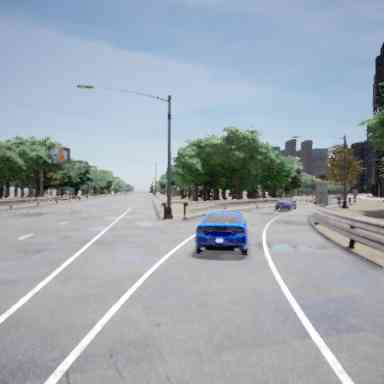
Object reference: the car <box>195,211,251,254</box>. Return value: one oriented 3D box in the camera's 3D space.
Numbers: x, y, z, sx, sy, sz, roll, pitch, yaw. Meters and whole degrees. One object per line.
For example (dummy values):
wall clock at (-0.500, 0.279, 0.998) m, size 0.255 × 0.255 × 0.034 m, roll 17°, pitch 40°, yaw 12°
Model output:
car at (1.355, 1.508, 13.663) m, size 1.882 × 1.535 × 5.008 m, roll 0°, pitch 0°, yaw 10°

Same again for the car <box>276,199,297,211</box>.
car at (12.029, 1.595, 42.469) m, size 1.812 × 1.442 × 4.674 m, roll 0°, pitch 0°, yaw 30°
